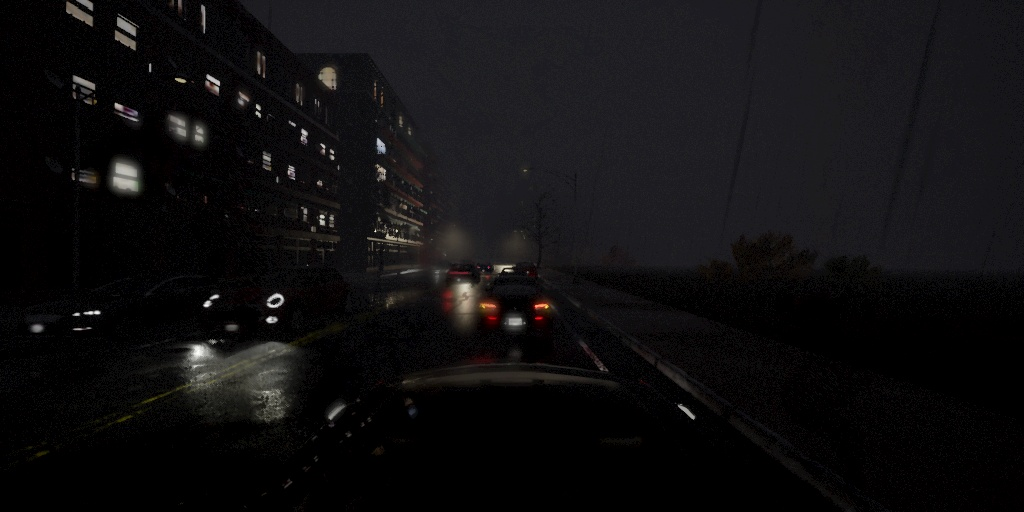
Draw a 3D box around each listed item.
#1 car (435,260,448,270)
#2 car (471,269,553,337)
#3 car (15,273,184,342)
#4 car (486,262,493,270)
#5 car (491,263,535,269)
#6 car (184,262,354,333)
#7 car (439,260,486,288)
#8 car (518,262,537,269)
[{"bbox_3d":[-9.953,1.278,52.726,1.812,1.442,4.674,0,0,0],"label":"car"},{"bbox_3d":[0.074,1.277,10.155,1.812,1.442,4.674,0,0,0],"label":"car"},{"bbox_3d":[-9.868,1.243,9.910,2.128,1.511,4.902,0,0,0],"label":"car"},{"bbox_3d":[-3.238,1.354,43.013,1.895,1.301,4.718,0,0,0],"label":"car"},{"bbox_3d":[0.061,1.317,20.322,1.994,1.385,4.181,0,0,0],"label":"car"},{"bbox_3d":[-6.620,1.103,10.711,2.097,1.767,4.553,0,0,0],"label":"car"},{"bbox_3d":[-3.198,1.243,24.008,2.128,1.511,4.902,0,0,0],"label":"car"},{"bbox_3d":[1.077,1.232,29.850,1.882,1.535,5.008,0,0,0],"label":"car"}]
